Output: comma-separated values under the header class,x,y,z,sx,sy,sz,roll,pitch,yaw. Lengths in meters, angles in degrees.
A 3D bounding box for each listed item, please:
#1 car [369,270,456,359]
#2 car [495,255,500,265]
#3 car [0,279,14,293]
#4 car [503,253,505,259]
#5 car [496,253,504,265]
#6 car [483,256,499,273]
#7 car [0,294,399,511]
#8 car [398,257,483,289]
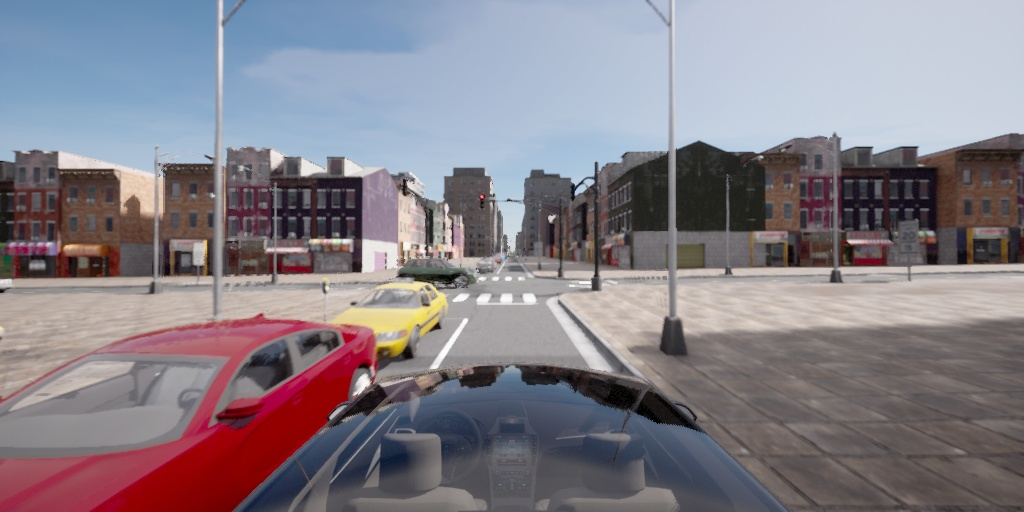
class,x,y,z,sx,sy,sz,roll,pitch,yaw
car,-2.638,1.219,8.359,1.751,1.417,4.829,0,0,0
car,-2.642,0.854,41.109,1.751,1.417,4.829,0,0,0
car,-32.285,1.635,20.762,4.718,1.301,1.895,-1,0,0
car,-2.645,0.614,63.872,1.948,1.339,4.313,0,0,0
car,-2.644,0.663,58.225,1.888,1.381,4.507,0,0,0
car,-2.641,0.946,35.630,2.007,1.370,4.403,0,0,0
car,-2.637,1.286,2.992,1.888,1.381,4.507,0,0,0
car,-4.222,0.913,20.593,4.553,1.767,2.097,-1,0,0
